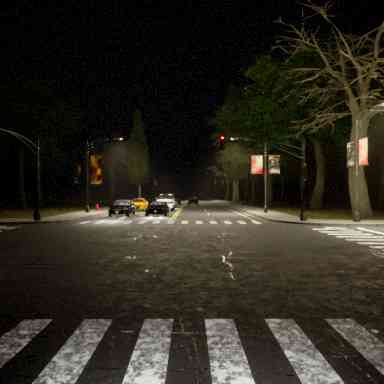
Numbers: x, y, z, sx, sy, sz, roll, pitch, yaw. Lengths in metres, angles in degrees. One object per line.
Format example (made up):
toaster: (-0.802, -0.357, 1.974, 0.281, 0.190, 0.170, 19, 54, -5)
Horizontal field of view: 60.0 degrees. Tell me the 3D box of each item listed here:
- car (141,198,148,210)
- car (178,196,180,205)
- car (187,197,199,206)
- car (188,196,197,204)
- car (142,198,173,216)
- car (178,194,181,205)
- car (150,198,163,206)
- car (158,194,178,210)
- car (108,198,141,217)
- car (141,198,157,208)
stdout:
car: (-6.541, 1.520, 41.064, 1.882, 1.535, 5.008, 0, 0, 0)
car: (-3.280, 1.702, 51.812, 1.895, 1.301, 4.718, 0, 0, 0)
car: (0.168, 1.635, 57.715, 2.128, 1.511, 4.902, 0, -1, 0)
car: (0.135, 1.739, 72.650, 1.882, 1.535, 5.008, 0, 0, 0)
car: (-3.295, 1.583, 32.204, 1.994, 1.385, 4.181, 0, 0, 1)
car: (-3.221, 1.404, 62.425, 2.150, 2.045, 5.566, 0, 0, 1)
car: (-6.484, 1.773, 61.168, 1.895, 1.301, 4.718, 0, 0, 0)
car: (-3.291, 1.266, 41.561, 2.150, 2.045, 5.566, 0, 0, 0)
car: (-6.555, 1.509, 31.564, 2.128, 1.511, 4.902, 0, 0, 0)
car: (-6.535, 1.660, 51.110, 1.994, 1.385, 4.181, 0, 0, -1)
